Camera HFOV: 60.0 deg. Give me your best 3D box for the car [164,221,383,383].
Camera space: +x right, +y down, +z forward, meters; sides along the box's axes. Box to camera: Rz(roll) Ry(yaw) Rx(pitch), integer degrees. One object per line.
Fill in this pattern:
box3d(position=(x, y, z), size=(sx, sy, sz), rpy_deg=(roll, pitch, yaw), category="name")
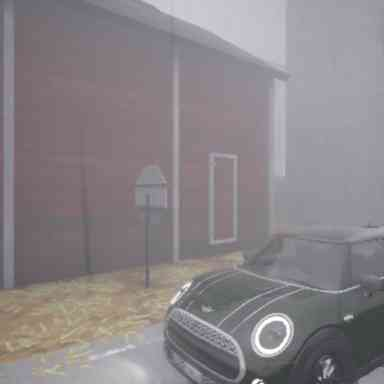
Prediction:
box3d(position=(1.852, 1.350, 4.869), size=(4.553, 1.767, 2.097), rpy_deg=(0, 0, -35), category="car")
